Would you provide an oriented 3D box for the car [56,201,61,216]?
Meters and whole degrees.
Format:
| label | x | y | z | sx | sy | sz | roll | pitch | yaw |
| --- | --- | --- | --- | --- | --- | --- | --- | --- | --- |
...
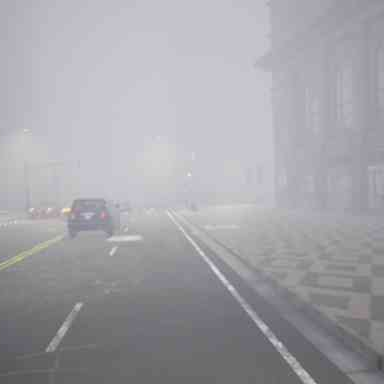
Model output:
| label | x | y | z | sx | sy | sz | roll | pitch | yaw |
| --- | --- | --- | --- | --- | --- | --- | --- | --- | --- |
| car | -10.093 | 1.625 | 29.400 | 1.882 | 1.535 | 5.008 | -1 | 0 | -7 |

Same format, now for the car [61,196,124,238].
| label | x | y | z | sx | sy | sz | roll | pitch | yaw |
| --- | --- | --- | --- | --- | --- | --- | --- | --- | --- |
| car | -5.309 | 1.289 | 18.542 | 2.150 | 2.045 | 5.566 | -1 | 0 | -7 |

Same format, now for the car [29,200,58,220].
| label | x | y | z | sx | sy | sz | roll | pitch | yaw |
| --- | --- | --- | --- | --- | --- | --- | --- | --- | --- |
| car | -13.595 | 1.581 | 31.347 | 2.097 | 1.767 | 4.553 | -1 | 0 | -7 |

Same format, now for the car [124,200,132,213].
| label | x | y | z | sx | sy | sz | roll | pitch | yaw |
| --- | --- | --- | --- | --- | --- | --- | --- | --- | --- |
| car | -7.663 | 1.625 | 36.794 | 1.994 | 1.385 | 4.181 | -1 | 0 | -10 |
